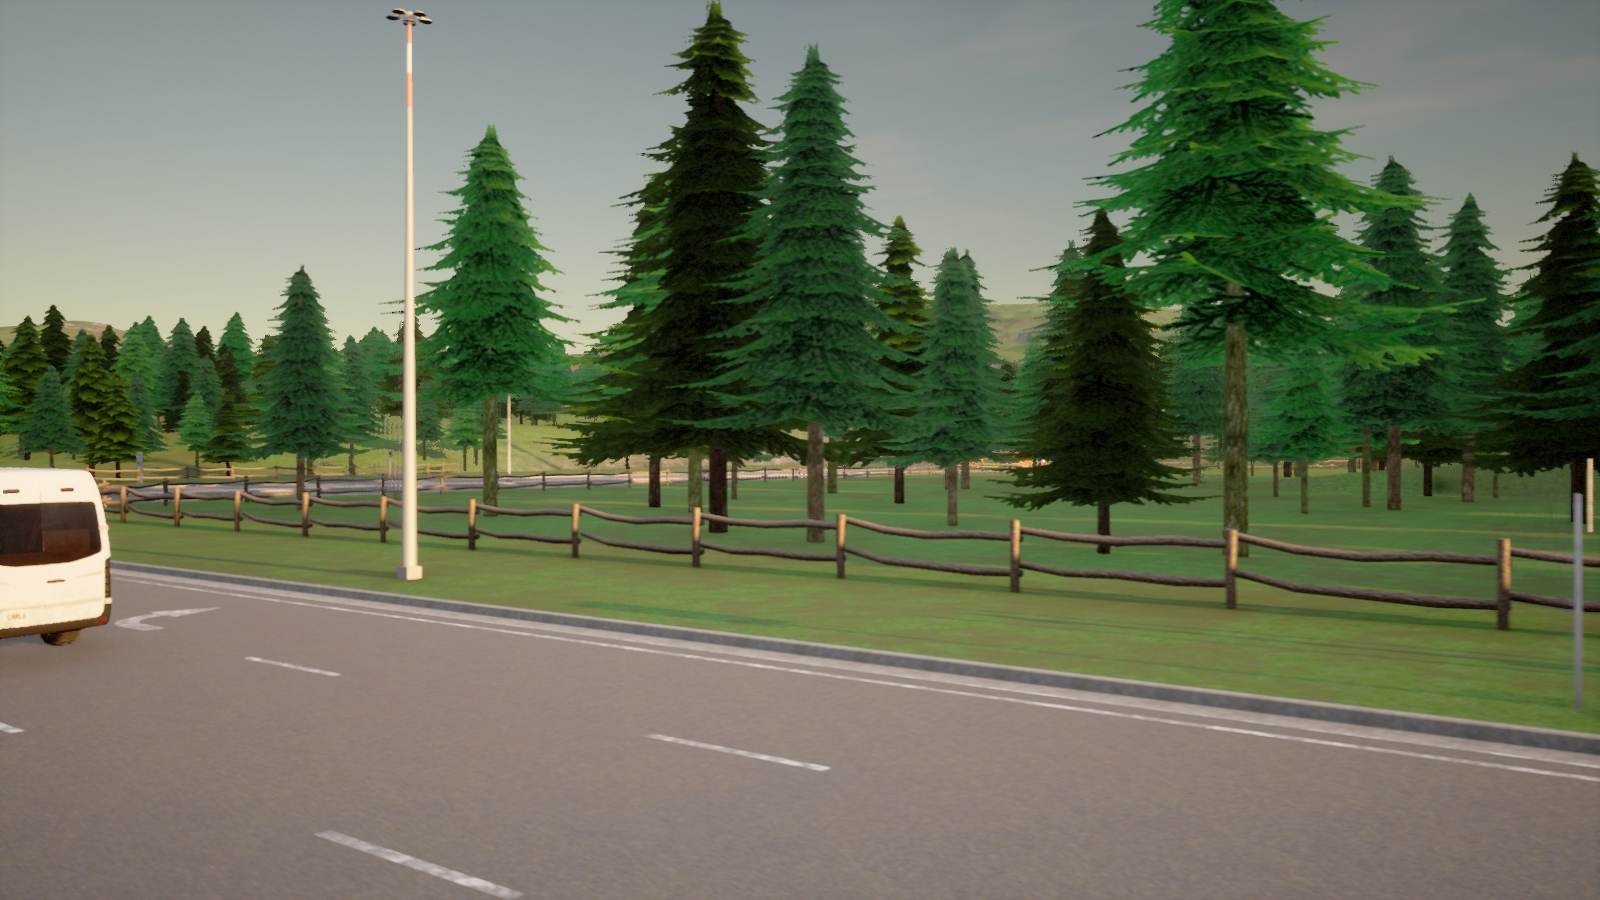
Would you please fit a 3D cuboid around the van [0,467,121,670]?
[{"bbox_3d":[-12.594,1.535,16.575,5.915,2.561,1.988,0,0,29],"label":"van"}]
